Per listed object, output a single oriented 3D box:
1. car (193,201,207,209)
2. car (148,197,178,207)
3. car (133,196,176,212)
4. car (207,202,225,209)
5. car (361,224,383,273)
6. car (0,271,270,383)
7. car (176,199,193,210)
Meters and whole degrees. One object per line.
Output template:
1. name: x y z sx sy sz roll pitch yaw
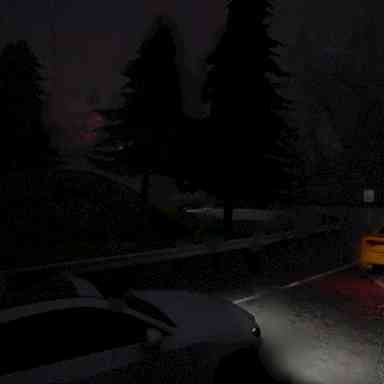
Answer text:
1. car: -0.911 1.760 48.336 5.357 1.411 2.033 0 0 37
2. car: -4.865 1.674 55.681 5.008 1.535 1.882 0 0 37
3. car: -4.875 1.666 42.565 4.892 1.490 1.837 0 0 37
4. car: 2.494 1.849 50.168 4.718 1.301 1.895 0 0 37
5. car: 6.804 1.568 10.020 5.008 1.535 1.882 1 -1 -44
6. car: -1.296 1.535 3.129 4.674 1.442 1.812 1 0 -37
7. car: -3.011 1.734 45.536 5.357 1.411 2.033 0 0 37
